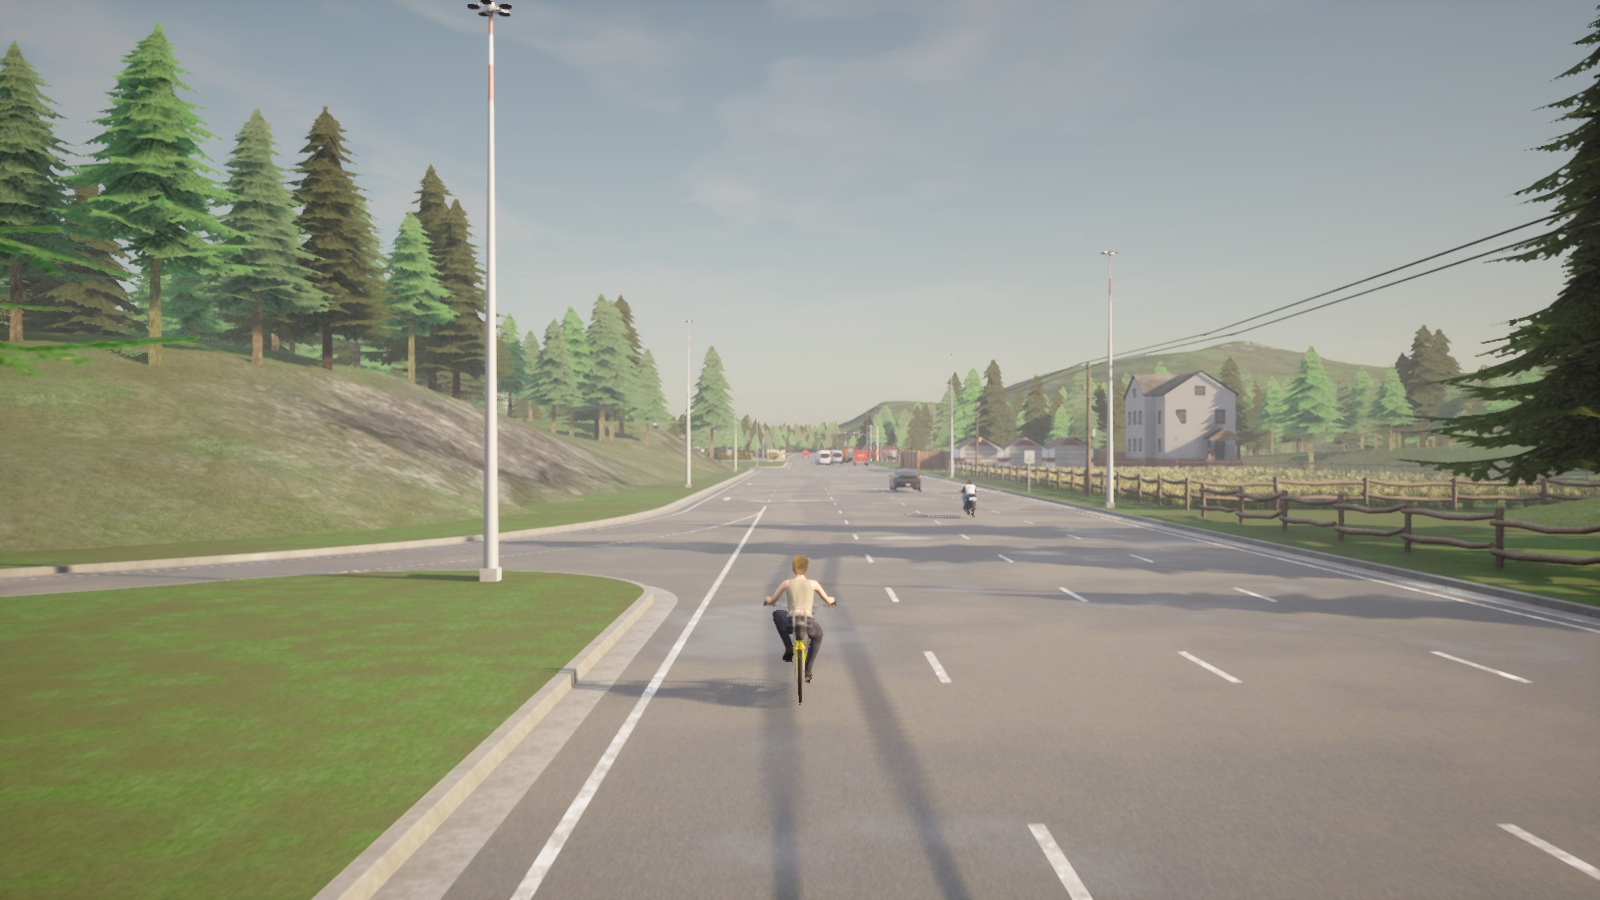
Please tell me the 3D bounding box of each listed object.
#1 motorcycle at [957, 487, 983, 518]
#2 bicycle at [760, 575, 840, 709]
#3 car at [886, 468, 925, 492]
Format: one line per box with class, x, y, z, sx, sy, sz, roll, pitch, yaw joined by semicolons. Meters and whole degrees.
motorcycle;7.042;2.161;47.454;0.803;1.199;2.033;0;0;0
bicycle;-0.001;2.150;13.042;0.859;1.276;1.487;0;0;0
car;7.068;2.020;76.980;2.231;1.480;4.892;0;0;0
